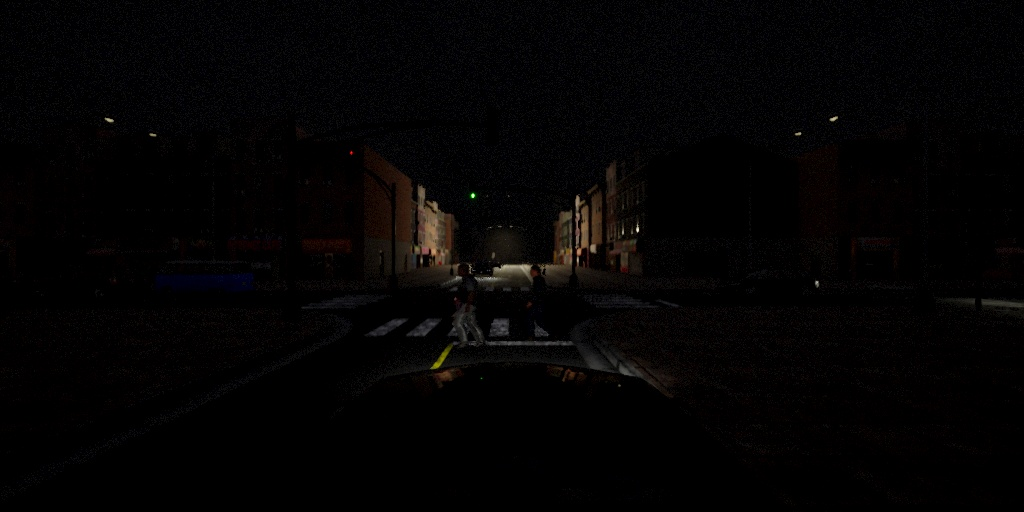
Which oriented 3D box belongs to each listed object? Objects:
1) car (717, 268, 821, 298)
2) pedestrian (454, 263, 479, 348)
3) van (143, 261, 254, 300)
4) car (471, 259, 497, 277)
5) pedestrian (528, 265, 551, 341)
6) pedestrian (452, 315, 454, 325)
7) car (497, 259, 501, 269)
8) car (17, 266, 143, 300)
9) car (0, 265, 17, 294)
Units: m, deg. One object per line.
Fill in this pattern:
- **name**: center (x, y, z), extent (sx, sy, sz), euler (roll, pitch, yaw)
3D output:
- **car**: center (12.290, 1.249, 17.273), extent (4.403, 1.370, 2.007), euler (0, 0, 0)
- **pedestrian**: center (-0.973, 1.037, 7.630), extent (0.375, 1.860, 0.375), euler (0, 0, 0)
- **van**: center (-14.712, 1.106, 17.200), extent (3.998, 1.789, 1.690), euler (0, 0, 0)
- **car**: center (-2.778, 1.236, 34.839), extent (1.837, 1.490, 4.892), euler (0, 0, 0)
- **pedestrian**: center (0.622, 1.036, 8.226), extent (0.375, 1.860, 0.375), euler (0, 0, 0)
- **pedestrian**: center (-1.231, 1.416, 8.830), extent (0.500, 1.100, 0.500), euler (0, 0, 0)
- **car**: center (-2.696, 1.206, 56.710), extent (1.882, 1.535, 5.008), euler (0, 0, 1)
- **car**: center (-20.187, 1.221, 17.185), extent (4.097, 1.591, 1.967), euler (0, 0, 0)
- **car**: center (-25.662, 1.237, 17.171), extent (4.097, 1.591, 1.967), euler (0, 0, 0)
